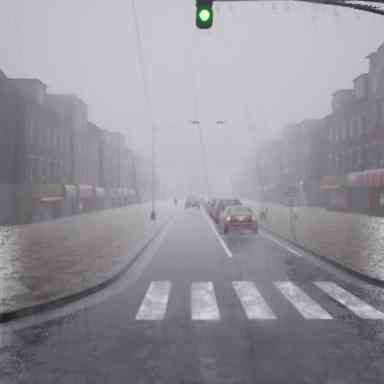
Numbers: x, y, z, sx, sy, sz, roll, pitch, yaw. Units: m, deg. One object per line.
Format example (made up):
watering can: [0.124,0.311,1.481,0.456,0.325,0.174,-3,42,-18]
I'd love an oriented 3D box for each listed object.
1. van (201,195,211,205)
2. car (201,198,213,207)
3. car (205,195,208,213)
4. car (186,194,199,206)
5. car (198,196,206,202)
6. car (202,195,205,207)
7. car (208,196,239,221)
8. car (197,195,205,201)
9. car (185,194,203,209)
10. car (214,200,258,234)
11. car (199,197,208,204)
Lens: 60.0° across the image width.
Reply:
van: [2.589,1.544,62.866,1.690,1.788,3.998,-1,0,0]
car: [2.594,1.704,57.633,1.752,1.417,4.829,-1,0,0]
car: [2.611,1.389,30.452,2.192,1.841,5.009,0,0,0]
car: [0.055,1.398,58.132,2.150,2.045,5.566,0,0,1]
car: [2.575,1.754,84.475,1.967,1.590,4.097,-1,0,0]
car: [2.604,1.551,41.256,1.967,1.590,4.097,0,0,0]
car: [2.615,1.372,25.049,2.192,1.841,5.009,0,0,0]
car: [2.566,1.692,95.280,2.192,1.841,5.009,-1,0,0]
car: [0.074,1.485,48.050,2.097,1.767,4.553,0,0,0]
car: [2.619,1.483,19.647,1.967,1.590,4.097,0,0,0]
car: [2.584,1.838,73.670,1.802,1.307,4.206,-1,0,0]
